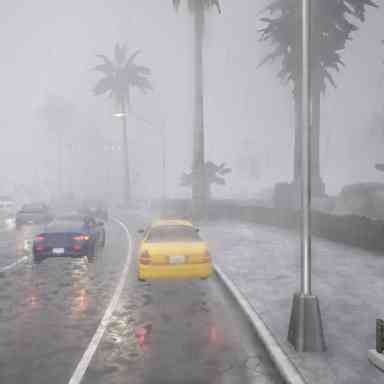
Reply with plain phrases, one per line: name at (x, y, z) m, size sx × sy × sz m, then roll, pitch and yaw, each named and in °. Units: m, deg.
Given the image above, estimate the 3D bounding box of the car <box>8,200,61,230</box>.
car at (-9.935, 1.484, 21.347) m, size 2.128 × 1.511 × 4.902 m, roll 0°, pitch 0°, yaw -17°

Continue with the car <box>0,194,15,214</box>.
car at (-17.690, 1.205, 30.639) m, size 2.150 × 2.045 × 5.566 m, roll 0°, pitch 0°, yaw -30°

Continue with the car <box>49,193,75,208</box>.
car at (-15.780, 1.207, 40.474) m, size 2.150 × 2.045 × 5.566 m, roll 0°, pitch 0°, yaw -38°

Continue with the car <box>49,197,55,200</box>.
car at (-16.723, 1.533, 35.877) m, size 2.033 × 1.411 × 5.357 m, roll 0°, pitch 0°, yaw -34°

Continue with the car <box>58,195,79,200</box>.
car at (-31.817, 1.392, 85.556) m, size 4.674 × 1.452 × 2.002 m, roll 0°, pitch 0°, yaw 11°

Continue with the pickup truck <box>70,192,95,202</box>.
pickup truck at (-23.551, 1.070, 71.670) m, size 2.390 × 2.098 × 6.274 m, roll 0°, pitch 0°, yaw 11°

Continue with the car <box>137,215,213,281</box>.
car at (-0.649, 1.456, 9.853) m, size 1.801 × 1.575 × 5.366 m, roll 0°, pitch 0°, yaw -7°

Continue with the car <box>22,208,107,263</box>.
car at (-4.222, 1.522, 11.883) m, size 1.812 × 1.442 × 4.674 m, roll 0°, pitch 0°, yaw -9°

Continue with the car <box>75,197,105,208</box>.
car at (-7.899, 1.345, 26.112) m, size 2.097 × 1.767 × 4.553 m, roll 0°, pitch 0°, yaw -19°
